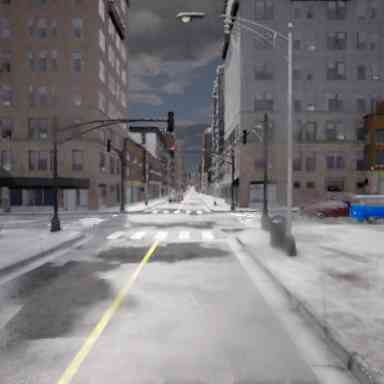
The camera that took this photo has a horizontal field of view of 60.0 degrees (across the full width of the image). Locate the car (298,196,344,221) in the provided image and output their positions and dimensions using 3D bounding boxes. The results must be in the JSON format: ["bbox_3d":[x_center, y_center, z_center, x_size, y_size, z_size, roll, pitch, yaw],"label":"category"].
[{"bbox_3d":[10.039,1.245,23.700,4.674,1.442,1.812,-1,1,0],"label":"car"}]

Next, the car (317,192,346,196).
[{"bbox_3d":[12.083,0.921,29.451,5.009,1.841,2.192,-1,2,0],"label":"car"}]

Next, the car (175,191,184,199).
[{"bbox_3d":[-3.001,0.765,73.552,2.150,2.045,5.566,0,0,0],"label":"car"}]

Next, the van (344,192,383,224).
[{"bbox_3d":[12.106,1.064,20.928,3.998,1.788,1.690,-1,1,0],"label":"van"}]

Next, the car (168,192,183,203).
[{"bbox_3d":[-3.039,1.191,58.162,1.994,1.385,4.181,0,0,1],"label":"car"}]
